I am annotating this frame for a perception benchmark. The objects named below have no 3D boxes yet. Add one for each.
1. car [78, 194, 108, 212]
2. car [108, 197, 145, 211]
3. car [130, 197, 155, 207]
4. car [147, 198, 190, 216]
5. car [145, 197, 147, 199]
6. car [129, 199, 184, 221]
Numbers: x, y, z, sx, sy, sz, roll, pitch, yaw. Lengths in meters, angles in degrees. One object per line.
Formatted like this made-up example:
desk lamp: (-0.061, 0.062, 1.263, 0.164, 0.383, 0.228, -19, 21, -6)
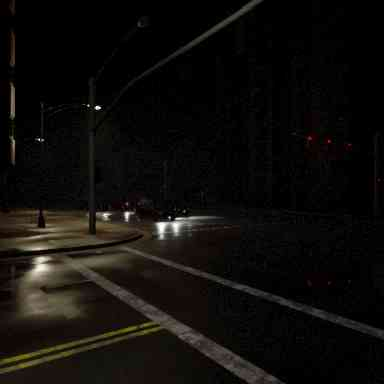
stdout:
car: (-11.744, 1.218, 39.299, 2.150, 2.045, 5.566, 0, 1, -36)
car: (-7.942, 1.351, 40.014, 2.097, 1.767, 4.553, 0, 0, -37)
car: (-7.852, 1.526, 52.055, 1.812, 1.442, 4.674, 0, 0, -37)
car: (-2.126, 1.505, 32.024, 1.837, 1.490, 4.892, 0, 0, -36)
car: (-8.551, 1.526, 47.062, 1.812, 1.442, 4.674, 0, 0, -36)
car: (-3.061, 1.547, 27.453, 2.033, 1.411, 5.357, 0, 0, -31)
